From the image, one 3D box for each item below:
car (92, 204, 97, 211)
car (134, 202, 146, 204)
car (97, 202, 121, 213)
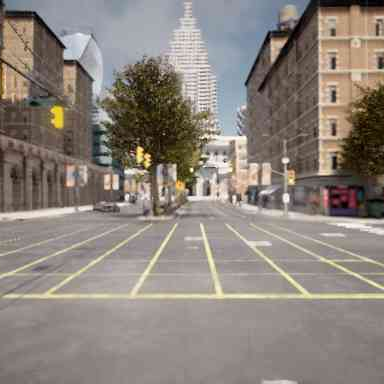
[{"bbox_3d":[-14.303,2.309,52.829,1.895,1.301,4.718,0,-1,0],"label":"car"},{"bbox_3d":[-10.910,2.283,70.371,2.033,1.411,5.357,0,-1,0],"label":"car"},{"bbox_3d":[-11.113,2.179,45.501,1.994,1.385,4.181,0,-1,0],"label":"car"}]
